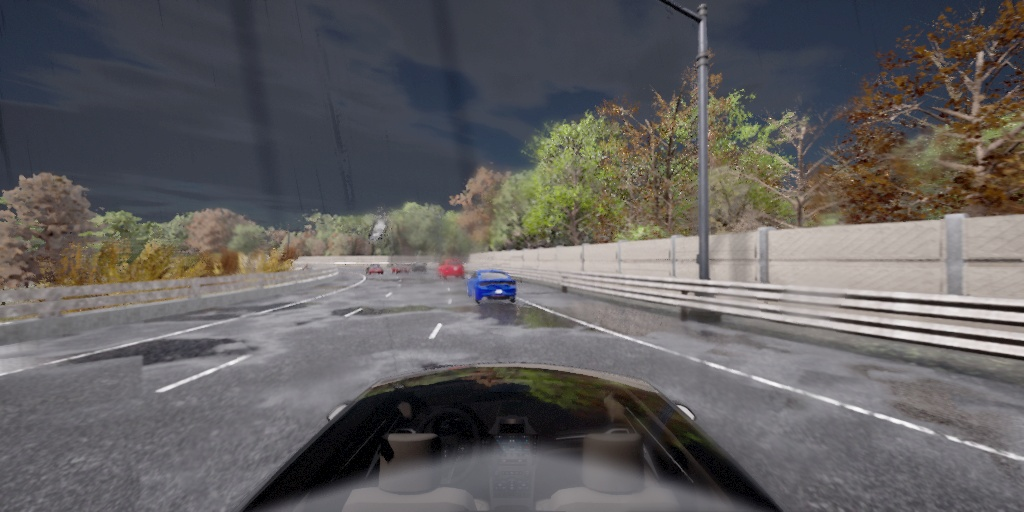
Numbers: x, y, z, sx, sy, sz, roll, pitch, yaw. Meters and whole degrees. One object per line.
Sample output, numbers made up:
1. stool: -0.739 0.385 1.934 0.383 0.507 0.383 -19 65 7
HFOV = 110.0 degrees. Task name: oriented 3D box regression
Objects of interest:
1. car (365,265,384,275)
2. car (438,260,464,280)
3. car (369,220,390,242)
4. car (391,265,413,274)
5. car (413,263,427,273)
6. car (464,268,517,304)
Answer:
1. car: -19.429 1.933 50.607 1.994 1.385 4.181 0 -1 -30
2. car: -6.433 1.425 37.892 2.150 2.045 5.566 0 -1 -19
3. car: -18.313 -3.378 49.747 2.128 1.511 4.902 -1 40 0
4. car: -16.219 1.985 52.024 1.895 1.301 4.718 0 -1 -29
5. car: -15.353 1.943 58.712 1.882 1.535 5.008 0 -1 -25
6. car: -1.114 1.429 17.982 1.882 1.535 5.008 0 -1 -13
